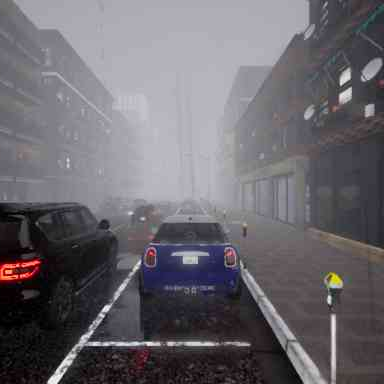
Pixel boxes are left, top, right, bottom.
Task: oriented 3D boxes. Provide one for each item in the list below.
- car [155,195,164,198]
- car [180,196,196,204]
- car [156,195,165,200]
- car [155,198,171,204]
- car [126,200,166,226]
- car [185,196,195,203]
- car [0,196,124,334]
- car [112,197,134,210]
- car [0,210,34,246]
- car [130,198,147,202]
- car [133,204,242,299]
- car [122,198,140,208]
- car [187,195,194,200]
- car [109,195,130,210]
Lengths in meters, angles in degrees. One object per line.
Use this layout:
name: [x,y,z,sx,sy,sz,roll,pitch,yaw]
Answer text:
car: [-8.834,1.541,87.882,2.008,1.369,4.403,0,0,0]
car: [-0.454,1.525,37.323,1.752,1.417,4.829,0,0,0]
car: [-8.834,1.539,93.519,2.008,1.369,4.403,0,0,0]
car: [-3.084,1.600,36.451,1.895,1.301,4.718,0,0,0]
car: [-3.075,1.527,23.167,1.812,1.442,4.674,0,0,0]
car: [-0.453,1.545,70.970,2.008,1.369,4.403,0,0,0]
car: [-3.145,1.224,6.998,2.150,2.045,5.566,0,0,0]
car: [-8.834,1.439,42.793,1.967,1.590,4.097,0,0,0]
car: [-8.835,1.583,14.612,1.802,1.307,4.206,0,0,0]
car: [-6.215,1.505,40.129,1.837,1.490,4.892,0,0,0]
car: [-0.032,1.353,8.619,2.097,1.767,4.553,0,0,0]
car: [-8.834,1.543,48.430,1.887,1.381,4.507,0,0,0]
car: [-0.452,1.513,93.685,1.752,1.417,4.829,0,0,0]
car: [-8.833,1.314,37.157,2.192,1.841,5.009,0,0,0]
